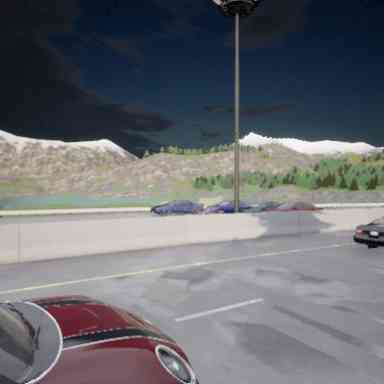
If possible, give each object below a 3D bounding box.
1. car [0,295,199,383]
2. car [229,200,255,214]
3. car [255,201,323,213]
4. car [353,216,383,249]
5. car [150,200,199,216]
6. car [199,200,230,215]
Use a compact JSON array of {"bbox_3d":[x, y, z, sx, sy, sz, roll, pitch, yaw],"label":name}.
[{"bbox_3d":[-2.107,1.343,2.124,4.553,1.767,2.097,0,0,-36],"label":"car"},{"bbox_3d":[6.125,1.501,27.853,5.357,1.411,2.033,0,0,-27],"label":"car"},{"bbox_3d":[7.437,1.440,24.560,5.008,1.535,1.882,0,0,-27],"label":"car"},{"bbox_3d":[8.731,1.537,13.152,5.357,1.411,2.033,0,0,-29],"label":"car"},{"bbox_3d":[-1.263,1.478,31.828,5.357,1.411,2.033,0,0,-29],"label":"car"},{"bbox_3d":[3.380,1.469,30.318,4.674,1.442,1.812,0,0,-28],"label":"car"}]
